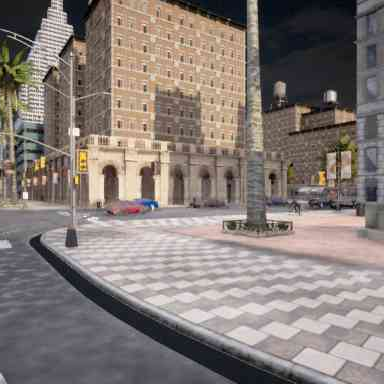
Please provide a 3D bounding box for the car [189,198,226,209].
[{"bbox_3d":[2.241,1.547,46.635,5.357,1.411,2.033,0,0,-33],"label":"car"}]

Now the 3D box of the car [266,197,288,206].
[{"bbox_3d":[13.171,1.548,53.774,5.357,1.411,2.033,0,0,-33],"label":"car"}]

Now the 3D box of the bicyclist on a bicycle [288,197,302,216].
[{"bbox_3d":[9.170,1.301,29.683,0.582,1.620,1.656,0,0,-33],"label":"bicyclist on a bicycle"}]

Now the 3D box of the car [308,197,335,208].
[{"bbox_3d":[19.304,1.505,49.313,4.892,1.490,1.837,0,0,-34],"label":"car"}]

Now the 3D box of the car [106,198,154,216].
[{"bbox_3d":[-6.290,1.564,32.614,4.181,1.385,1.994,0,0,-32],"label":"car"}]

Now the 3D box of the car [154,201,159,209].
[{"bbox_3d":[-6.546,1.478,40.901,5.008,1.535,1.882,0,0,-33],"label":"car"}]

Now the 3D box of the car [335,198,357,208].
[{"bbox_3d":[22.875,1.564,47.385,4.181,1.385,1.994,0,0,-34],"label":"car"}]
